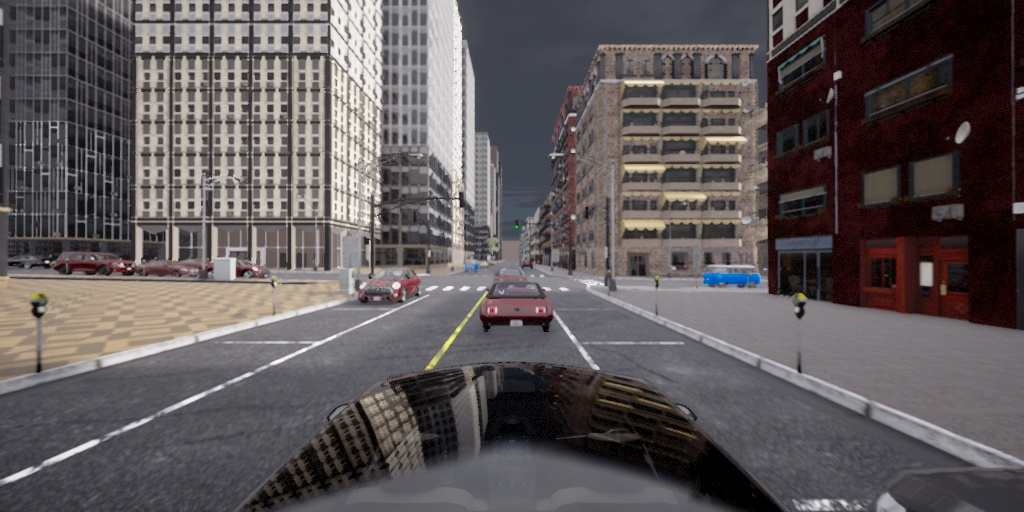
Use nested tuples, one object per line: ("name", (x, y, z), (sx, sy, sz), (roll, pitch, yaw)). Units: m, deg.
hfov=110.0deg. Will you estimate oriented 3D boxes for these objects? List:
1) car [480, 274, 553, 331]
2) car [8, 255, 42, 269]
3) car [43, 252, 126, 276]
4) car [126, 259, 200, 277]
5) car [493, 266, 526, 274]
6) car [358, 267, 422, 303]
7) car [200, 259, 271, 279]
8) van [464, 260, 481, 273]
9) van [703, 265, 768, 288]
("car", (0.119, 1.407, 11.220), (1.895, 1.301, 4.718), (0, 0, 0))
("car", (-49.037, 0.599, 36.200), (4.313, 1.339, 1.948), (0, 0, 0))
("car", (-32.244, 0.634, 27.821), (5.009, 1.841, 2.192), (0, 0, 0))
("car", (-26.670, 1.008, 27.821), (4.207, 1.307, 1.802), (0, 0, 0))
("car", (-0.278, 1.481, 22.794), (1.895, 1.301, 4.718), (0, -1, -5))
("car", (-5.661, 1.281, 17.021), (1.967, 1.591, 4.097), (0, 0, 0))
("car", (-21.096, 0.974, 27.822), (4.097, 1.591, 1.967), (0, 0, 0))
("van", (-5.594, 1.383, 49.494), (1.690, 1.789, 3.998), (0, 0, 0))
("van", (16.963, 1.609, 27.689), (3.998, 1.789, 1.690), (0, 0, 0))
